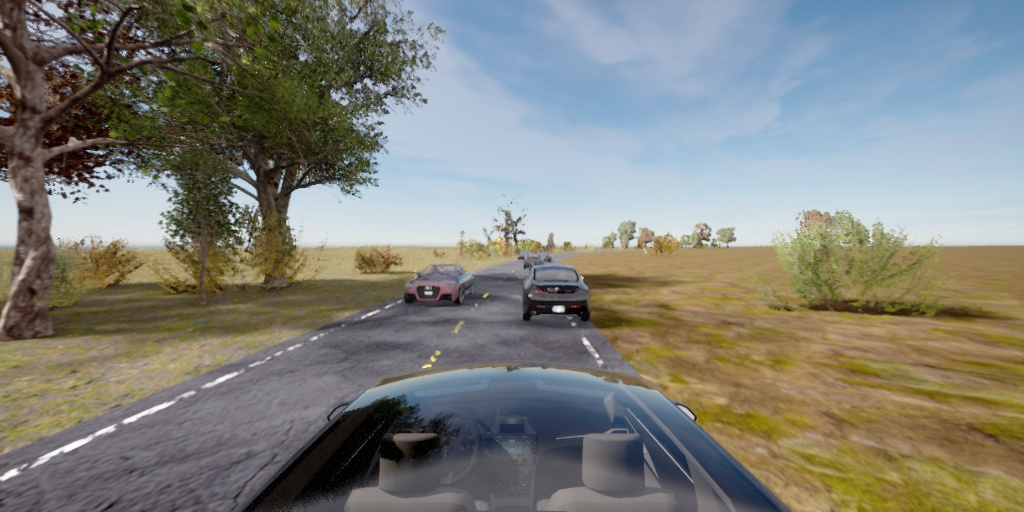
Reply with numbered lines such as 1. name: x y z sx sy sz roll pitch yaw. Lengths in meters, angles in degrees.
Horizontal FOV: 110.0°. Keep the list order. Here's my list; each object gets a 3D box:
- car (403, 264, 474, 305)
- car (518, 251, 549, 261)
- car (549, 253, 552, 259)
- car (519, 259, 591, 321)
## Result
1. car: -2.711 1.010 14.035 1.994 1.385 4.181 0 1 3
2. car: 2.165 0.425 34.824 2.128 1.511 4.902 0 2 8
3. car: 4.603 0.088 51.019 1.994 1.385 4.181 0 1 11
4. car: 1.259 1.021 11.350 1.837 1.490 4.892 0 1 2
